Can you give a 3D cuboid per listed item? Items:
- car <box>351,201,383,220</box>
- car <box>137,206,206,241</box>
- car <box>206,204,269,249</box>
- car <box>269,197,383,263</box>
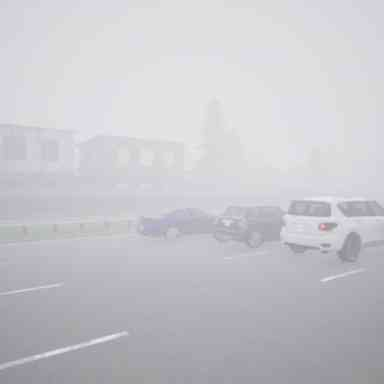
[{"bbox_3d":[15.235,1.461,27.514,4.181,1.385,1.994,0,0,-35],"label":"car"},{"bbox_3d":[-0.254,1.445,16.479,5.008,1.535,1.882,-1,0,-35],"label":"car"},{"bbox_3d":[3.159,1.312,14.609,4.553,1.767,2.097,0,0,-35],"label":"car"},{"bbox_3d":[5.616,1.181,12.057,5.566,2.045,2.150,0,0,-35],"label":"car"}]
